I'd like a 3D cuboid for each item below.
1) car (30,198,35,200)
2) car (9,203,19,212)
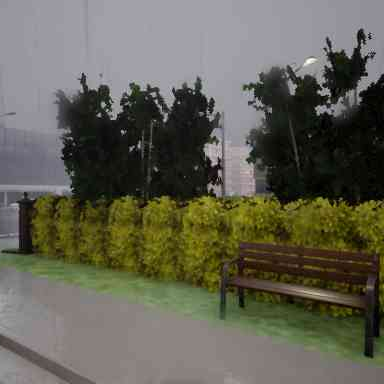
[{"bbox_3d":[-15.847,1.515,36.090,1.994,1.385,4.181,0,0,35],"label":"car"},{"bbox_3d":[-18.568,1.477,38.326,1.812,1.442,4.674,0,0,33],"label":"car"}]
